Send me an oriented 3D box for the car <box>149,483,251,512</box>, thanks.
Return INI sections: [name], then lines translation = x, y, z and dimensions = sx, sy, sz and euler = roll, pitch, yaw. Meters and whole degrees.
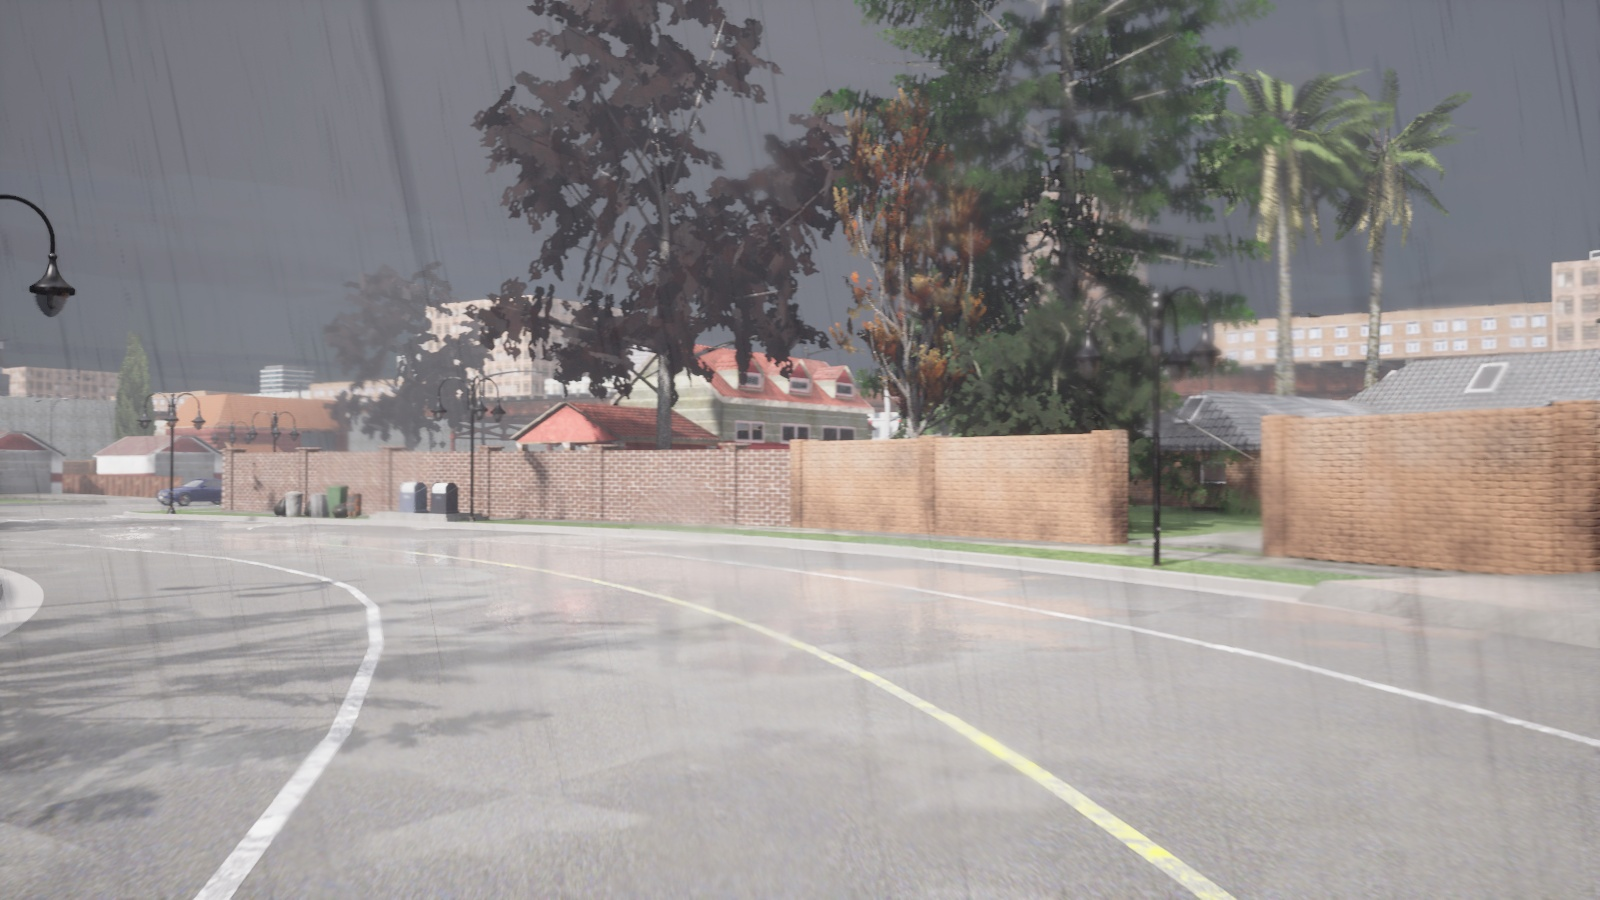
[car]
translation = -32.163, 2.520, 67.444
dimensions = 1.812, 1.442, 4.674
euler = -1, -1, 33
